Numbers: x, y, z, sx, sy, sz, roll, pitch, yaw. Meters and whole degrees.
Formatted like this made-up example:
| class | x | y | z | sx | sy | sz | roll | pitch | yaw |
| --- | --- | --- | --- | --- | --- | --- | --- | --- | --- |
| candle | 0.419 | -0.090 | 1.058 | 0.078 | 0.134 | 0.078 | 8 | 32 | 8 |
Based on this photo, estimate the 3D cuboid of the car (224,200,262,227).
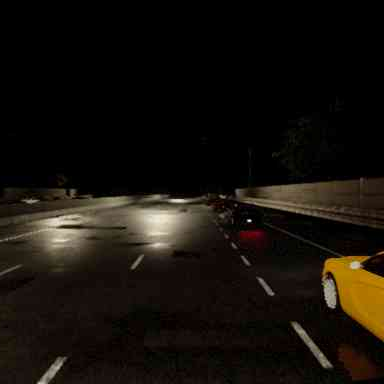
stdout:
| class | x | y | z | sx | sy | sz | roll | pitch | yaw |
| --- | --- | --- | --- | --- | --- | --- | --- | --- | --- |
| car | 3.501 | 1.505 | 22.733 | 1.837 | 1.490 | 4.892 | 0 | 0 | 0 |

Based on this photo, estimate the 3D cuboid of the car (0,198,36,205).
| class | x | y | z | sx | sy | sz | roll | pitch | yaw |
| --- | --- | --- | --- | --- | --- | --- | --- | --- | --- |
| car | -17.584 | 1.529 | 32.586 | 1.812 | 1.442 | 4.674 | 0 | 0 | 0 |

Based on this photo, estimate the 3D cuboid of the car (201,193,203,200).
| class | x | y | z | sx | sy | sz | roll | pitch | yaw |
| --- | --- | --- | --- | --- | --- | --- | --- | --- | --- |
| car | 3.594 | 1.671 | 83.334 | 1.895 | 1.301 | 4.718 | 0 | 0 | 0 |

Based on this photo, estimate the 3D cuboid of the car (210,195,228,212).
| class | x | y | z | sx | sy | sz | roll | pitch | yaw |
| --- | --- | --- | --- | --- | --- | --- | --- | --- | --- |
| car | 3.501 | 1.485 | 39.207 | 1.882 | 1.535 | 5.008 | 0 | 0 | 0 |

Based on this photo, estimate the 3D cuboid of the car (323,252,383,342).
| class | x | y | z | sx | sy | sz | roll | pitch | yaw |
| --- | --- | --- | --- | --- | --- | --- | --- | --- | --- |
| car | 3.500 | 1.478 | 4.577 | 1.882 | 1.535 | 5.008 | 0 | 0 | 0 |

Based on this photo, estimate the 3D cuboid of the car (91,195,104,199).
| class | x | y | z | sx | sy | sz | roll | pitch | yaw |
| --- | --- | --- | --- | --- | --- | --- | --- | --- | --- |
| car | -20.940 | 1.457 | 73.889 | 1.837 | 1.490 | 4.892 | 0 | 0 | 0 |

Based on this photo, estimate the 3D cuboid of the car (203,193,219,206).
| class | x | y | z | sx | sy | sz | roll | pitch | yaw |
| --- | --- | --- | --- | --- | --- | --- | --- | --- | --- |
| car | 3.511 | 1.244 | 55.769 | 2.150 | 2.045 | 5.566 | 0 | 0 | 0 |

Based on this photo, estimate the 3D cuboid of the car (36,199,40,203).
| class | x | y | z | sx | sy | sz | roll | pitch | yaw |
| --- | --- | --- | --- | --- | --- | --- | --- | --- | --- |
| car | -27.995 | 1.623 | 56.893 | 1.895 | 1.301 | 4.718 | 0 | 0 | 0 |

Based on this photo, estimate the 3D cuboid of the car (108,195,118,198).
| class | x | y | z | sx | sy | sz | roll | pitch | yaw |
| --- | --- | --- | --- | --- | --- | --- | --- | --- | --- |
| car | -17.440 | 1.457 | 73.877 | 1.837 | 1.490 | 4.892 | 0 | 0 | 0 |

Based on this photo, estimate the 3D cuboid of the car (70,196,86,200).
| class | x | y | z | sx | sy | sz | roll | pitch | yaw |
| --- | --- | --- | --- | --- | --- | --- | --- | --- | --- |
| car | -24.449 | 1.567 | 71.378 | 1.895 | 1.301 | 4.718 | 0 | 0 | 0 |
